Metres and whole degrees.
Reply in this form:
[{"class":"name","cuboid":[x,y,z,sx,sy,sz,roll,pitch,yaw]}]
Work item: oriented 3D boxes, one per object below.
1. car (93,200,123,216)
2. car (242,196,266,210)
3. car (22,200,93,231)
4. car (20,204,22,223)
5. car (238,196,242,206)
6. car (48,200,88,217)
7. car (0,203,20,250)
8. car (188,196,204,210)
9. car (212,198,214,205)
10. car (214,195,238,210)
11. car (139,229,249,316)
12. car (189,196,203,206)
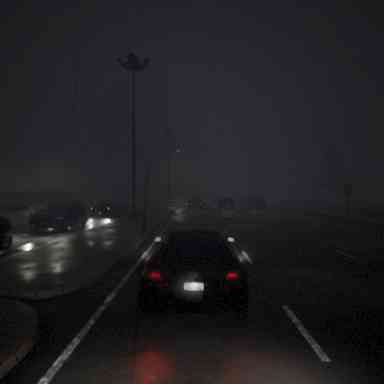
[{"class":"car","cuboid":[-7.663,1.439,30.005,1.895,1.301,4.718,0,0,1]},{"class":"car","cuboid":[7.462,1.265,39.226,1.882,1.535,5.008,0,0,1]},{"class":"car","cuboid":[-7.790,1.370,19.916,1.882,1.535,5.008,0,0,1]},{"class":"car","cuboid":[-11.285,1.415,20.367,1.812,1.442,4.674,0,0,1]},{"class":"car","cuboid":[7.578,1.295,49.712,1.994,1.385,4.181,0,0,1]},{"class":"car","cuboid":[-11.160,1.437,30.306,1.895,1.301,4.718,0,0,1]},{"class":"car","cuboid":[-7.967,1.293,10.869,2.097,1.767,4.553,0,0,1]},{"class":"car","cuboid":[0.470,1.332,39.636,2.033,1.411,5.357,0,0,1]},{"class":"car","cuboid":[4.090,1.220,50.171,2.128,1.511,4.902,0,0,1]},{"class":"car","cuboid":[3.977,1.289,39.846,1.837,1.490,4.892,0,0,1]},{"class":"car","cuboid":[0.054,1.522,7.515,1.994,1.385,4.181,0,0,1]},{"class":"car","cuboid":[0.582,1.293,49.984,1.994,1.385,4.181,0,0,1]}]
